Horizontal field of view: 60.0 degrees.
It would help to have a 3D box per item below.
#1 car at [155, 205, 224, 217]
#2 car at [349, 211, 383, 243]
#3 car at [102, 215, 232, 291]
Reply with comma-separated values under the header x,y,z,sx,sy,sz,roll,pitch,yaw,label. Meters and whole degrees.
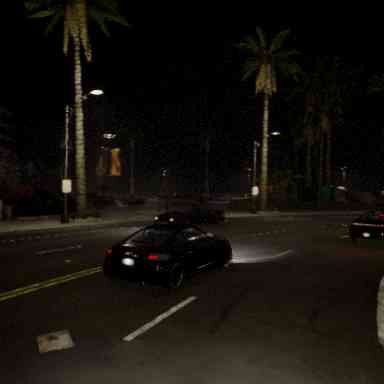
x,y,z,sx,sy,sz,roll,pitch,yaw,label
0.032,1.555,21.969,2.033,1.411,5.357,1,0,43,car
9.236,1.658,15.997,4.902,1.511,2.128,1,0,-44,car
-0.455,1.559,9.233,1.994,1.385,4.181,1,0,30,car
